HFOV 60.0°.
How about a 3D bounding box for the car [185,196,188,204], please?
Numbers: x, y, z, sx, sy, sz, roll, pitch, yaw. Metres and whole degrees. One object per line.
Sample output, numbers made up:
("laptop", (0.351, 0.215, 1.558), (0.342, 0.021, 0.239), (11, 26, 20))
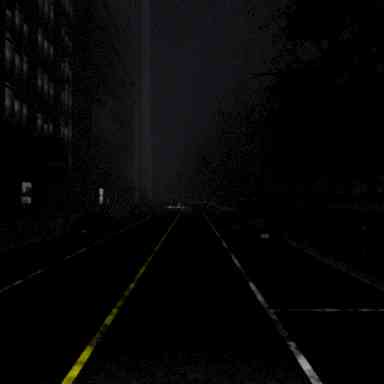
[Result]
("car", (-0.622, 1.889, 80.938), (2.097, 1.767, 4.553), (0, 0, -2))

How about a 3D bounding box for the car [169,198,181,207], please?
("car", (-3.229, 1.948, 65.061), (2.097, 1.767, 4.553), (0, 0, -1))

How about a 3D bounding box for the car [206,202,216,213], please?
("car", (2.694, 1.875, 31.286), (2.008, 1.369, 4.403), (0, -1, 0))

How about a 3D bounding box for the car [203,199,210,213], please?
("car", (2.695, 1.970, 42.407), (1.887, 1.381, 4.507), (0, 0, 0))

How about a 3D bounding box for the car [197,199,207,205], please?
("car", (2.210, 2.214, 75.746), (2.008, 1.369, 4.403), (0, 0, -2))

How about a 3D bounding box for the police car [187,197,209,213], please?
("police car", (0.730, 1.870, 44.751), (1.930, 1.638, 5.238), (0, 0, -3))

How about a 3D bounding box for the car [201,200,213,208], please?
("car", (2.623, 2.138, 59.064), (1.802, 1.307, 4.206), (0, 0, -1))

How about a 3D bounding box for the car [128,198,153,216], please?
("car", (-5.831, 1.817, 36.795), (1.967, 1.590, 4.097), (0, -1, 0))

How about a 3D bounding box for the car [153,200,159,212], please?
("car", (-5.830, 1.741, 42.355), (2.192, 1.841, 5.009), (0, -1, 0))

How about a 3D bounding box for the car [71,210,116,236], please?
("car", (-5.833, 1.779, 20.110), (1.947, 1.339, 4.313), (0, -1, 0))

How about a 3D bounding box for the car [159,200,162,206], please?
("car", (-5.830, 2.037, 47.914), (1.947, 1.339, 4.313), (0, 0, 0))

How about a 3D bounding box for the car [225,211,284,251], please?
("car", (2.754, 1.721, 14.611), (1.947, 1.339, 4.313), (0, -1, 0))

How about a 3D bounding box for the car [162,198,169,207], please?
("car", (-6.026, 2.159, 64.659), (1.947, 1.339, 4.313), (0, 0, -1))

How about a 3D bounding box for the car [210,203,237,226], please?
("car", (2.694, 1.815, 25.726), (1.887, 1.381, 4.507), (0, -1, 0))

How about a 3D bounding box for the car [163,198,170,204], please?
("car", (-6.612, 2.313, 86.899), (1.802, 1.307, 4.206), (0, 0, -2))
